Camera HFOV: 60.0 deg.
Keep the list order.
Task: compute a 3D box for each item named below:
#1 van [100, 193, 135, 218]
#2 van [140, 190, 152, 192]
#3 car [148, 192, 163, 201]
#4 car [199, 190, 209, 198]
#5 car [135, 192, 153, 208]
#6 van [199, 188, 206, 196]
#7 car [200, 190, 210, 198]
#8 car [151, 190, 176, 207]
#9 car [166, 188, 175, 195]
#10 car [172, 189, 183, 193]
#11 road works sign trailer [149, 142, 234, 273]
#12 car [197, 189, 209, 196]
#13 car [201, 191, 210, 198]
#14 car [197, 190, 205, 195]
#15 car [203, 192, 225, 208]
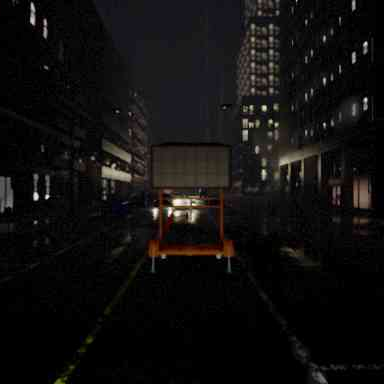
[{"bbox_3d":[-5.734,0.947,25.198,1.690,1.788,3.998,1,1,0],"label":"van"},{"bbox_3d":[-5.776,0.672,42.294,1.690,1.788,3.998,1,1,0],"label":"van"},{"bbox_3d":[-5.809,0.692,53.693,2.008,1.369,4.403,1,1,0],"label":"car"},{"bbox_3d":[2.530,0.405,70.688,2.008,1.369,4.403,1,1,0],"label":"car"},{"bbox_3d":[-5.767,0.989,36.601,1.947,1.339,4.313,1,1,0],"label":"car"},{"bbox_3d":[2.515,0.000,82.079,1.690,1.788,3.998,1,1,0],"label":"van"},{"bbox_3d":[2.587,0.783,47.899,1.887,1.381,4.507,1,1,0],"label":"car"},{"bbox_3d":[-3.190,0.881,37.802,1.882,1.535,5.008,0,1,0],"label":"car"},{"bbox_3d":[-5.902,-0.225,93.573,2.192,1.841,5.009,1,1,0],"label":"car"},{"bbox_3d":[-3.197,-0.004,79.372,1.812,1.442,4.674,0,1,0],"label":"car"},{"bbox_3d":[-0.025,0.308,10.105,2.380,3.560,2.880,0,1,0],"label":"road works sign trailer"},{"bbox_3d":[2.548,0.266,64.988,2.192,1.841,5.009,1,1,0],"label":"car"},{"bbox_3d":[2.600,0.883,42.201,2.008,1.369,4.403,1,1,0],"label":"car"},{"bbox_3d":[2.463,0.126,87.779,1.947,1.339,4.313,1,1,0],"label":"car"},{"bbox_3d":[2.614,0.975,36.505,2.008,1.369,4.403,1,1,0],"label":"car"}]
